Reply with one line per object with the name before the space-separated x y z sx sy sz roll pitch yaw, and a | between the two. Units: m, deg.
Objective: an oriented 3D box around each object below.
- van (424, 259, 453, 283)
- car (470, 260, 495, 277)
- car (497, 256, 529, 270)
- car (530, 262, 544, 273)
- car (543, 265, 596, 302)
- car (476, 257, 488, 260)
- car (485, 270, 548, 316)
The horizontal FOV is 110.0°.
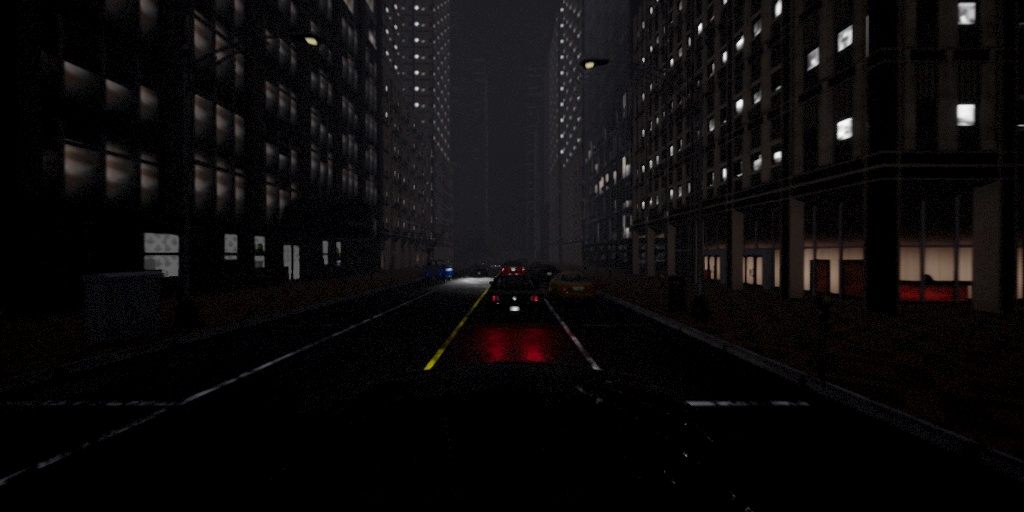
van | -5.681 1.095 28.068 1.690 1.789 3.998 0 0 0
car | -3.085 1.353 36.038 1.895 1.301 4.718 0 0 0
car | 0.103 1.106 29.901 2.097 1.767 4.553 0 0 0
car | 2.700 1.320 28.061 1.948 1.339 4.313 0 0 0
car | 2.696 1.280 16.834 1.751 1.417 4.829 0 0 0
car | -5.668 1.281 62.257 1.888 1.381 4.507 0 0 0
car | 0.097 1.355 13.405 1.895 1.301 4.718 0 0 0
